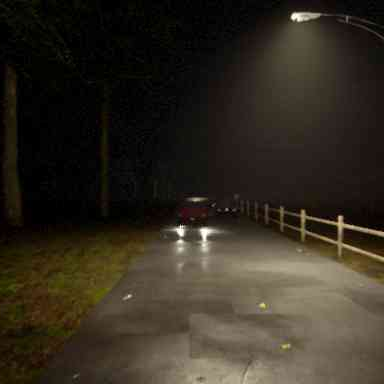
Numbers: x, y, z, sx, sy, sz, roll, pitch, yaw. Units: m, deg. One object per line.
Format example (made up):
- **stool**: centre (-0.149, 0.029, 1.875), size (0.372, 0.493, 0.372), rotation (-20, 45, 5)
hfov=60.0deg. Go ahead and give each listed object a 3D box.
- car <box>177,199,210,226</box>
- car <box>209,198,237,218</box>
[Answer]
- **car**: centre (0.036, 1.450, 23.690), size (1.882, 1.535, 5.008), rotation (0, 0, 0)
- **car**: centre (2.868, 1.506, 29.806), size (2.033, 1.411, 5.357), rotation (0, 0, 0)
